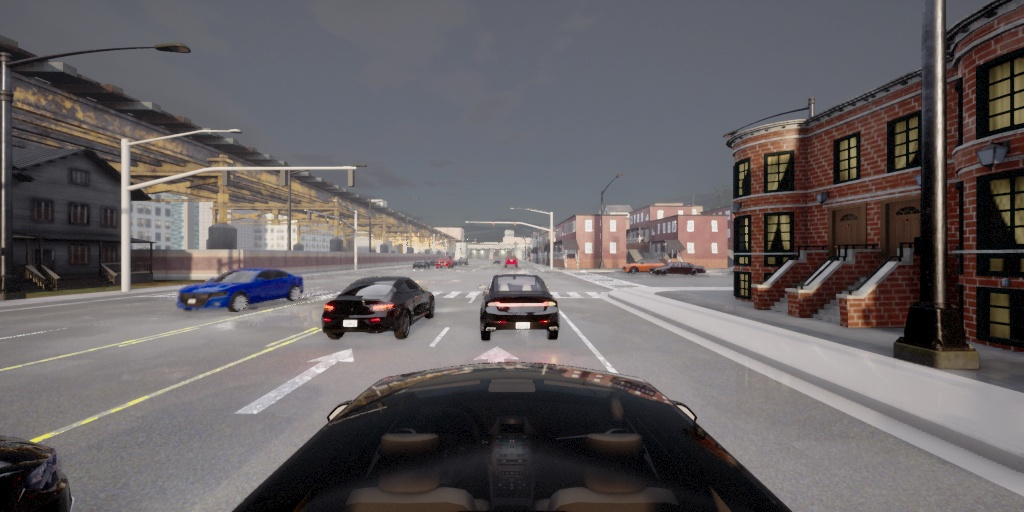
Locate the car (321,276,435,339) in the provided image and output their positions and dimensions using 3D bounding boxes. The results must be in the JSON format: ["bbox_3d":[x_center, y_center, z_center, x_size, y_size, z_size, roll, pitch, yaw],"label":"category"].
[{"bbox_3d":[-3.451,1.276,9.960,1.812,1.442,4.674,0,0,0],"label":"car"}]

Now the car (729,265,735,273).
[{"bbox_3d":[27.088,1.242,40.262,4.902,1.511,2.128,0,0,0],"label":"car"}]

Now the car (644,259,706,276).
[{"bbox_3d":[16.896,1.297,36.741,5.357,1.411,2.033,0,0,0],"label":"car"}]

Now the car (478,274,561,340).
[{"bbox_3d":[0.091,1.242,9.927,2.128,1.511,4.902,0,0,-3],"label":"car"}]

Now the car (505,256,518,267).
[{"bbox_3d":[-0.114,0.971,64.616,2.150,2.045,5.566,0,0,0],"label":"car"}]

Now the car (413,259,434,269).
[{"bbox_3d":[-14.239,1.314,56.571,1.994,1.385,4.181,0,0,0],"label":"car"}]

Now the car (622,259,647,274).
[{"bbox_3d":[14.739,1.102,40.225,4.553,1.767,2.097,0,0,0],"label":"car"}]

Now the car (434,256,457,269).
[{"bbox_3d":[-10.747,0.971,57.671,2.150,2.045,5.566,0,0,-1],"label":"car"}]

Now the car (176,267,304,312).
[{"bbox_3d":[-10.503,1.227,14.344,1.882,1.535,5.008,0,0,2],"label":"car"}]
